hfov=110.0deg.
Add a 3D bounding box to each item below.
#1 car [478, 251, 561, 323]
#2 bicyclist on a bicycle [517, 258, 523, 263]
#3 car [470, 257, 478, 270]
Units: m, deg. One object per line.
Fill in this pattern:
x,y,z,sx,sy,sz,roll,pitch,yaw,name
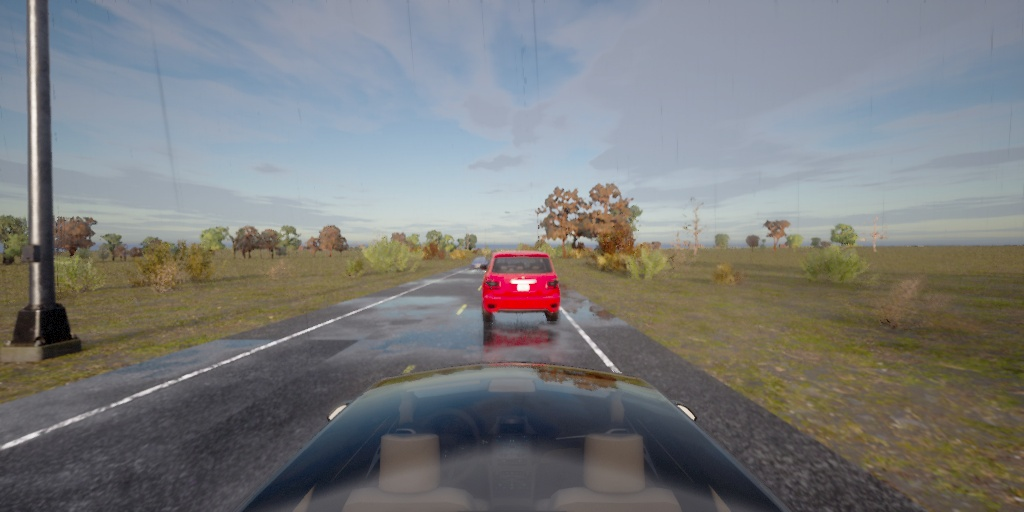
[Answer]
0.139,0.853,11.775,2.150,2.045,5.566,0,1,-3,car
0.951,0.679,39.379,0.659,1.776,1.843,0,1,0,bicyclist on a bicycle
-3.603,0.812,41.296,1.812,1.442,4.674,0,1,0,car
